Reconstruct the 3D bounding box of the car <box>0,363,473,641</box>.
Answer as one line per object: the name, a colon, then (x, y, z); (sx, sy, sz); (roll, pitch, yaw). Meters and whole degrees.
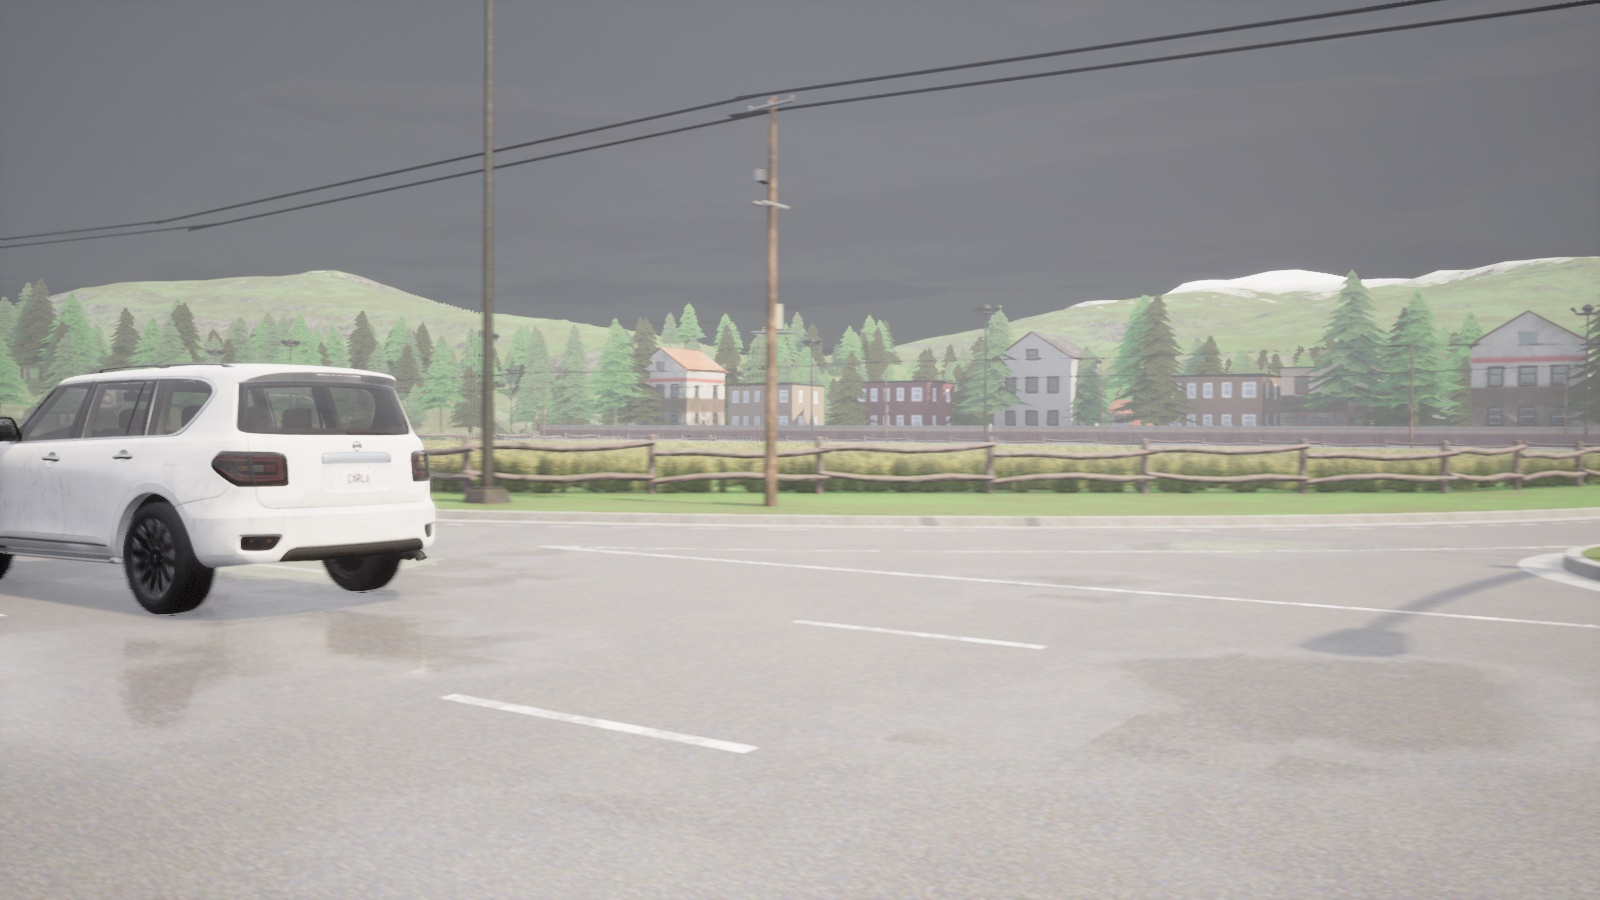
car: (-5.802, 0.375, 11.676); (5.566, 2.045, 2.150); (0, 1, 34)
